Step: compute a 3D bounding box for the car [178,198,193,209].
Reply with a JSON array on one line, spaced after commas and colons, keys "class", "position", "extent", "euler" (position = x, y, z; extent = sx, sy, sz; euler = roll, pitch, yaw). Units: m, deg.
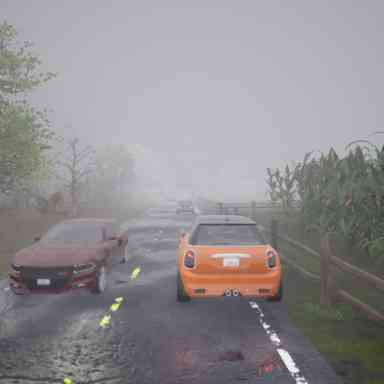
[{"class": "car", "position": [-0.898, 1.530, 44.916], "extent": [1.994, 1.385, 4.181], "euler": [0, 0, -1]}]

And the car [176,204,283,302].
[{"class": "car", "position": [0.721, 1.350, 8.419], "extent": [2.097, 1.767, 4.553], "euler": [0, 0, -1]}]

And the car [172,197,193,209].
[{"class": "car", "position": [-0.673, 1.528, 34.406], "extent": [2.033, 1.411, 5.357], "euler": [0, 0, -1]}]

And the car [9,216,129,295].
[{"class": "car", "position": [-2.943, 1.477, 8.980], "extent": [1.882, 1.535, 5.008], "euler": [0, 0, -1]}]

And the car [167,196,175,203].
[{"class": "car", "position": [-4.252, 1.456, 70.080], "extent": [2.033, 1.411, 5.357], "euler": [0, 0, -1]}]
